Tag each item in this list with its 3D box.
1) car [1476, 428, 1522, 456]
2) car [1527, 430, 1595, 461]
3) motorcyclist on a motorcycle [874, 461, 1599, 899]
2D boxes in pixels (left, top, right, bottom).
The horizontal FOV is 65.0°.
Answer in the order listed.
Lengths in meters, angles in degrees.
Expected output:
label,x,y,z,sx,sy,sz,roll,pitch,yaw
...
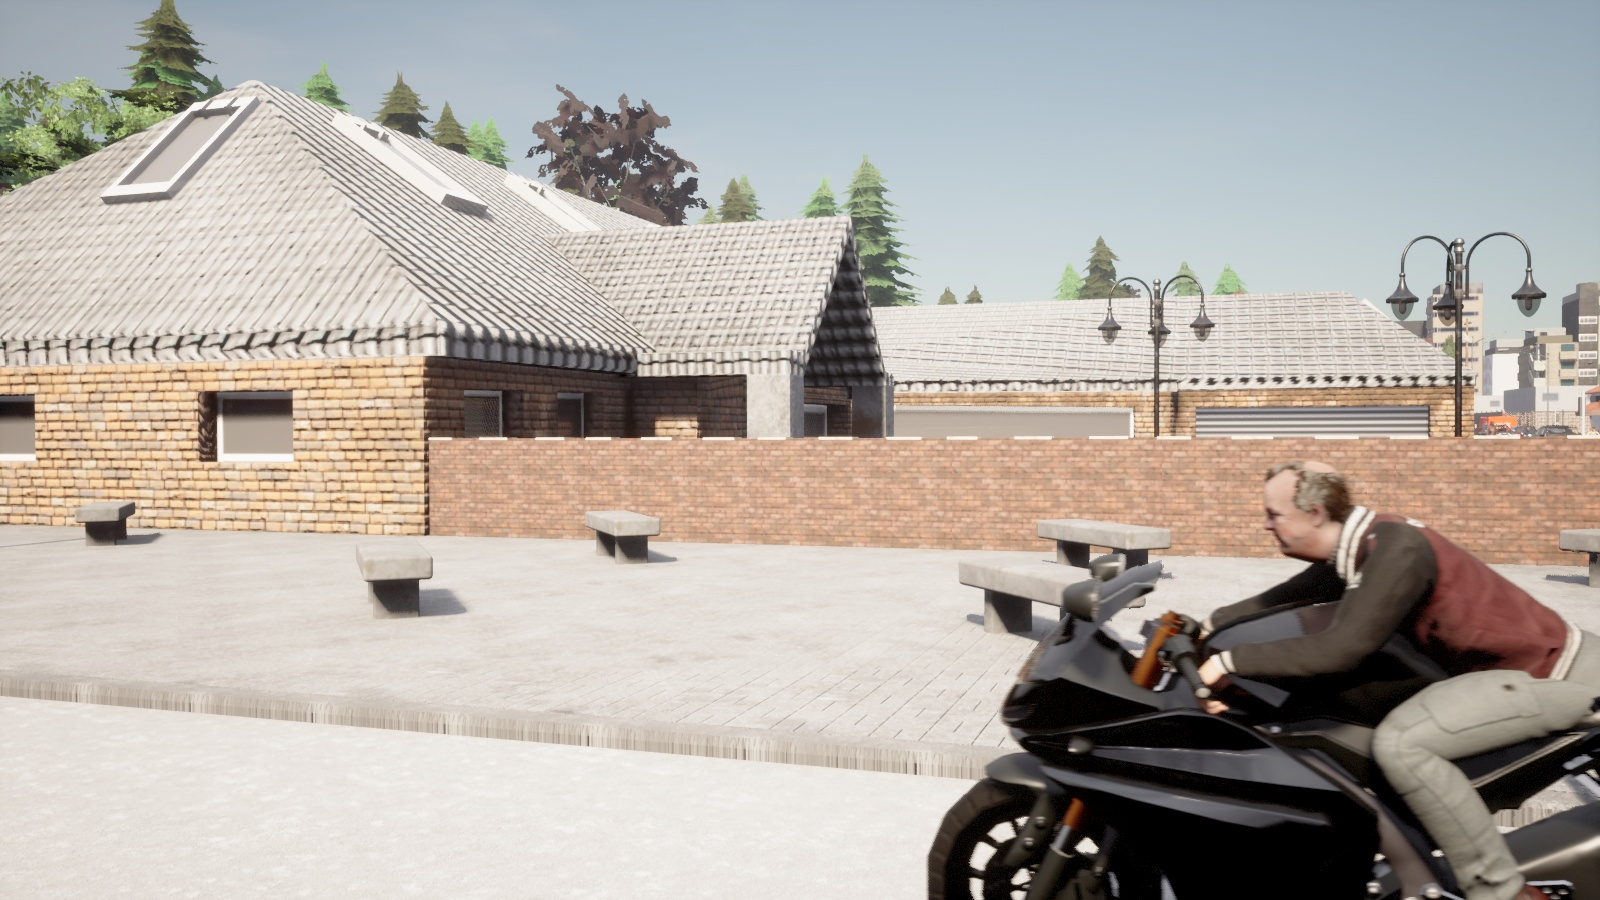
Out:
label,x,y,z,sx,sy,sz,roll,pitch,yaw
car,47.662,-0.551,85.748,1.932,1.855,4.605,1,1,18
car,42.318,-0.290,69.938,2.242,1.667,4.611,1,1,19
motorcyclist on a motorcycle,1.367,0.814,3.261,2.191,1.530,0.866,1,1,19
